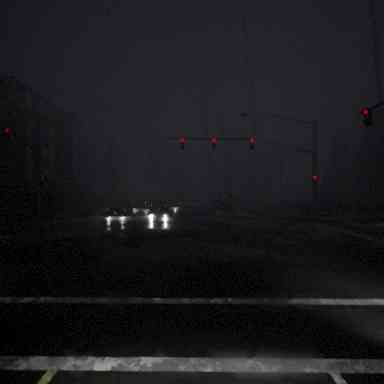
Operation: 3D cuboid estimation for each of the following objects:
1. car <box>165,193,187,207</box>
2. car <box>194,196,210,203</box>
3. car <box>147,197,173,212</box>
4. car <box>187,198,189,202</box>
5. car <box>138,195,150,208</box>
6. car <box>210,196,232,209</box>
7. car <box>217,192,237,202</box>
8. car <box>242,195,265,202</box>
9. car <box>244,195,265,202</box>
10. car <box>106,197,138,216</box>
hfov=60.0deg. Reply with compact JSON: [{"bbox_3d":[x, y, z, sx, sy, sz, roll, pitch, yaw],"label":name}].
[{"bbox_3d":[-2.753,1.111,50.550,2.150,2.045,5.566,0,0,11],"label":"car"},{"bbox_3d":[2.284,1.460,64.840,1.895,1.301,4.718,0,0,29],"label":"car"},{"bbox_3d":[-3.504,1.520,36.818,1.895,1.301,4.718,0,0,-1],"label":"car"},{"bbox_3d":[-2.362,1.409,63.479,2.033,1.411,5.357,0,0,25],"label":"car"},{"bbox_3d":[-6.728,1.253,45.459,2.097,1.767,4.553,0,0,4],"label":"car"},{"bbox_3d":[3.628,1.508,42.319,1.895,1.301,4.718,0,0,2],"label":"car"},{"bbox_3d":[6.859,1.078,65.743,2.150,2.045,5.566,0,0,35],"label":"car"},{"bbox_3d":[13.782,1.379,73.909,5.357,1.411,2.033,0,0,-39],"label":"car"},{"bbox_3d":[13.084,1.377,68.012,1.812,1.442,4.674,0,0,42],"label":"car"},{"bbox_3d":[-6.934,1.476,32.391,2.033,1.411,5.357,0,0,-1],"label":"car"}]
